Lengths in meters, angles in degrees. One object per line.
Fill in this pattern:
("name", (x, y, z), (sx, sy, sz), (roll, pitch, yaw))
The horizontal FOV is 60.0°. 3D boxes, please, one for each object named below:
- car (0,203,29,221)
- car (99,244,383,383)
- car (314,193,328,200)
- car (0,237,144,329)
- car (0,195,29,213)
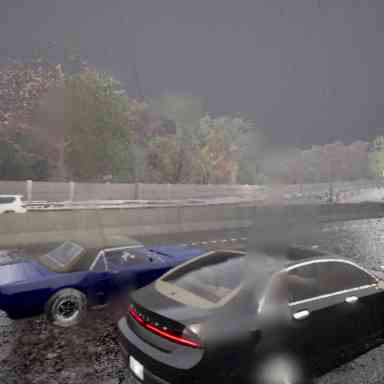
("car", (-15.959, 1.614, 26.978), (4.718, 1.301, 1.895), (0, 0, -35))
("car", (1.419, 1.525, 4.758), (4.892, 1.490, 1.837), (0, 0, -35))
("car", (30.646, 1.116, 79.794), (1.895, 1.301, 4.718), (0, 1, 32))
("car", (-1.469, 1.615, 7.001), (4.718, 1.301, 1.895), (0, 0, -35))
("car", (-14.754, 1.228, 23.547), (5.566, 2.045, 2.150), (0, 0, -35))
